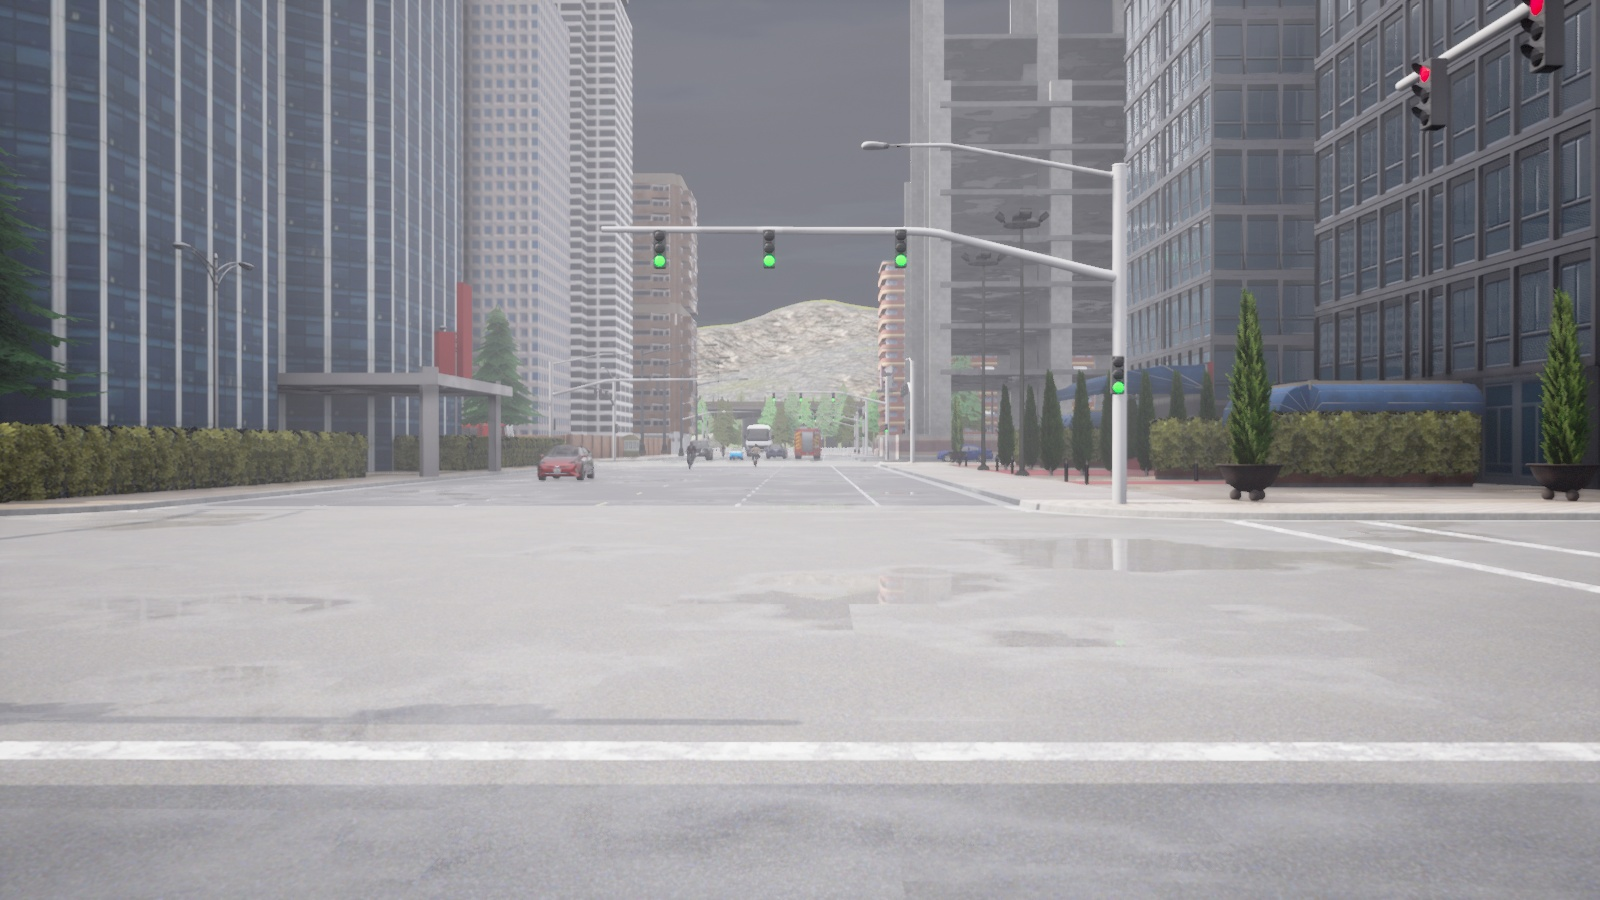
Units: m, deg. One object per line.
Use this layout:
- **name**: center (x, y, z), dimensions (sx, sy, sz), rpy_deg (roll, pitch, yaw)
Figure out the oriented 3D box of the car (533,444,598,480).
- **car**: center (-10.174, 0.496, 54.793), dimensions (2.007, 1.525, 4.514), rpy_deg (0, 0, 0)
